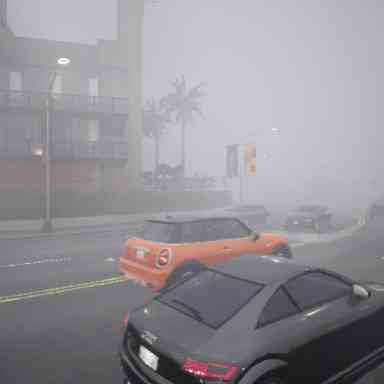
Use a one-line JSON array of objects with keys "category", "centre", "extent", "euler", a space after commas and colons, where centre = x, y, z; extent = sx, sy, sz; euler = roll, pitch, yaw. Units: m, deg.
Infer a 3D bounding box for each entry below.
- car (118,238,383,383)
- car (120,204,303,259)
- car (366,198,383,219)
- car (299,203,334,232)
[{"category": "car", "centre": [1.178, 1.562, 4.412], "extent": [4.181, 1.385, 1.994], "euler": [0, 0, -37]}, {"category": "car", "centre": [0.541, 1.347, 8.421], "extent": [4.553, 1.767, 2.097], "euler": [0, 0, -39]}, {"category": "car", "centre": [16.244, 1.465, 28.676], "extent": [1.882, 1.535, 5.008], "euler": [0, 0, 24]}, {"category": "car", "centre": [7.265, 1.494, 20.422], "extent": [1.837, 1.490, 4.892], "euler": [1, 1, 38]}]
